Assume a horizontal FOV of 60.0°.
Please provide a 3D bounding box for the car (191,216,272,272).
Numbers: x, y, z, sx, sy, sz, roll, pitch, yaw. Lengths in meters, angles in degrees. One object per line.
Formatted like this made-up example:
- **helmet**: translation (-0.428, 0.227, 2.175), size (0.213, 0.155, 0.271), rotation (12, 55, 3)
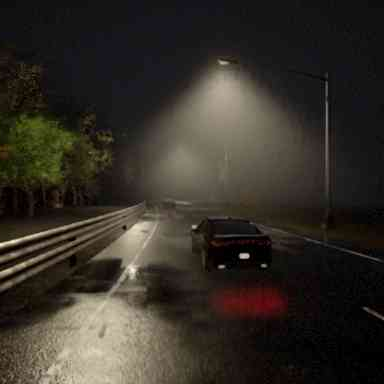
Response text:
- **car**: translation (1.094, 1.554, 11.246), size (1.882, 1.535, 5.008), rotation (0, 0, -7)

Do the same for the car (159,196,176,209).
- **car**: translation (-3.478, 1.783, 50.016), size (2.128, 1.511, 4.902), rotation (0, 0, -7)

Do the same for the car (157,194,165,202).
- **car**: translation (-5.631, 1.736, 68.253), size (2.097, 1.767, 4.553), rotation (0, 0, -7)
